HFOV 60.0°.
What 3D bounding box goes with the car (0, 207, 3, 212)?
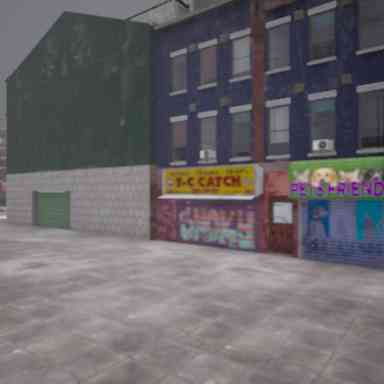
[{"bbox_3d":[-20.458,1.459,31.211,1.752,1.417,4.829,-1,-1,35],"label":"car"}]
